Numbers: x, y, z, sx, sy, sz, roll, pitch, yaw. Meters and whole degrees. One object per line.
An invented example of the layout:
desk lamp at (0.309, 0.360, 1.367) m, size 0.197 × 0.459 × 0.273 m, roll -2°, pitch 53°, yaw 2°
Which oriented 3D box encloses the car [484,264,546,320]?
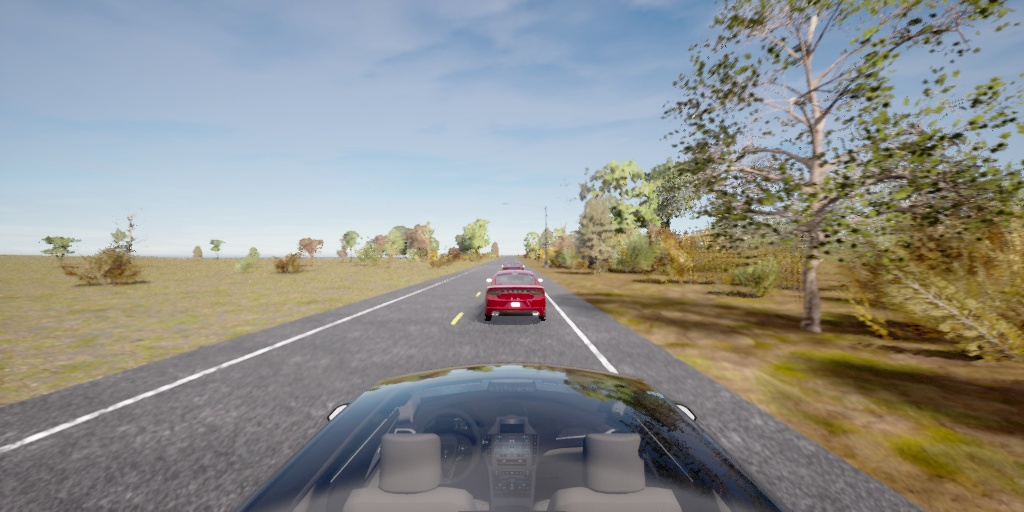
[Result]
car at (0.101, 1.227, 12.678) m, size 1.882 × 1.535 × 5.008 m, roll 0°, pitch 0°, yaw 0°

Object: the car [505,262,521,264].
car at (0.097, 1.216, 31.047) m, size 1.882 × 1.535 × 5.008 m, roll 0°, pitch 0°, yaw 0°
